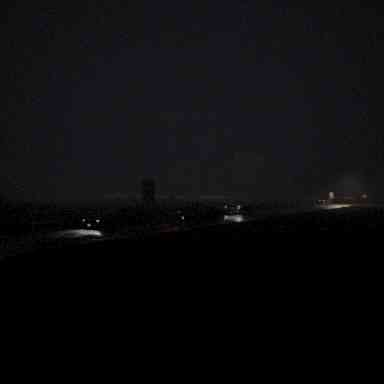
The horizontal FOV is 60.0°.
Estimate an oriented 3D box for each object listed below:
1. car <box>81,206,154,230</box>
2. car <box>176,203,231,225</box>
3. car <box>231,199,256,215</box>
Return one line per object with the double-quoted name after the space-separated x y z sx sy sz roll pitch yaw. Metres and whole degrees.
-4.901 1.701 22.883 2.033 1.411 5.357 -1 -1 35 "car"
0.740 1.676 26.025 2.128 1.511 4.902 -1 -1 35 "car"
5.459 1.674 37.832 2.097 1.767 4.553 -1 -1 35 "car"
